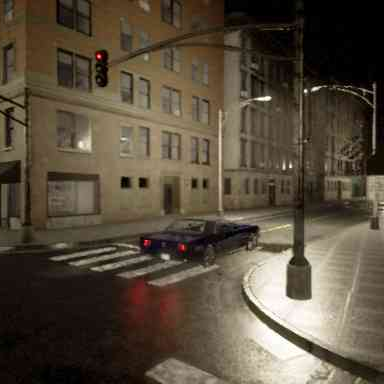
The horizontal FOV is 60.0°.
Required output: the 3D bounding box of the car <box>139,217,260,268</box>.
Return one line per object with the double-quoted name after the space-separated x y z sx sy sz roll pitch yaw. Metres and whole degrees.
0.542 1.472 11.004 1.895 1.301 4.718 0 1 35 "car"
